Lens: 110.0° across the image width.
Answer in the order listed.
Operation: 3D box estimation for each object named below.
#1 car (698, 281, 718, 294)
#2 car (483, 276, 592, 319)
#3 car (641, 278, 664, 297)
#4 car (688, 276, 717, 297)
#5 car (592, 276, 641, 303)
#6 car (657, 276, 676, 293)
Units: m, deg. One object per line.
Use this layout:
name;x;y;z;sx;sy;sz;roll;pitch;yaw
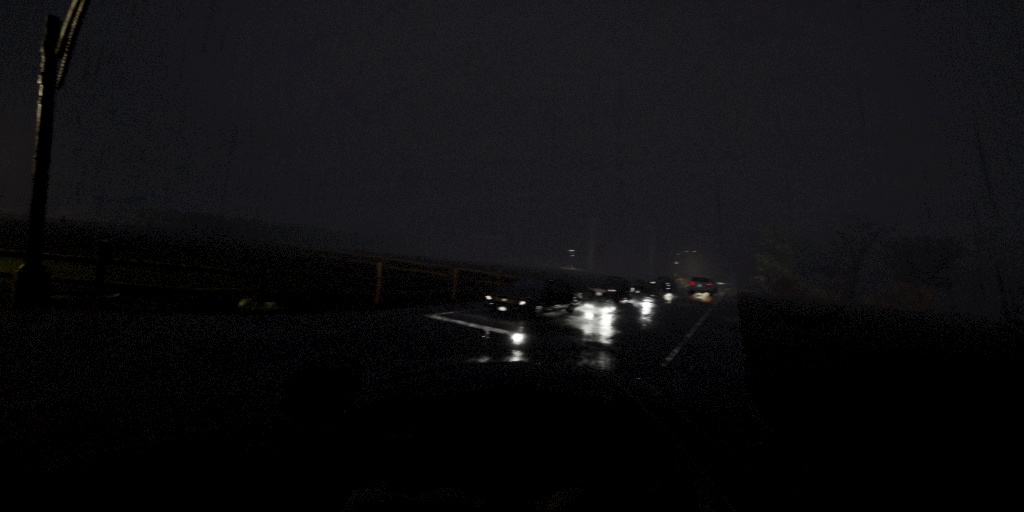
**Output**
car;26.245;4.168;47.958;1.994;1.385;4.181;5;-1;32
car;1.120;1.548;14.362;2.033;1.411;5.357;5;-1;33
car;11.297;2.687;30.704;1.895;1.301;4.718;5;-1;32
car;20.377;3.196;38.479;2.150;2.045;5.566;5;-1;32
car;6.281;2.042;22.623;2.128;1.511;4.902;5;-1;32
car;16.460;2.988;38.915;2.097;1.767;4.553;5;-1;32
